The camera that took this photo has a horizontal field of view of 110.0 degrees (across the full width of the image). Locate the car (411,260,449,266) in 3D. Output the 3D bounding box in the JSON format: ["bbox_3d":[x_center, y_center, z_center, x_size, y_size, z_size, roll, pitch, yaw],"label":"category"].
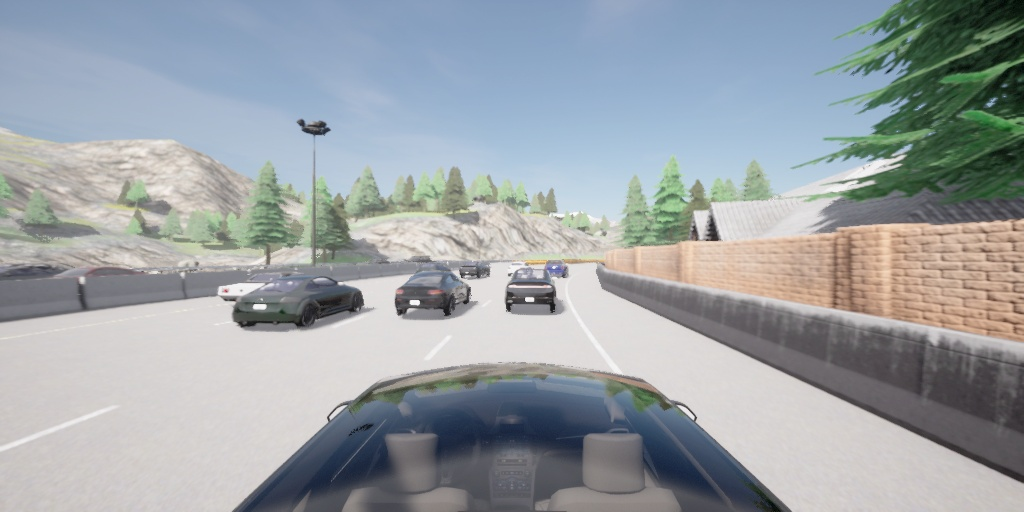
[{"bbox_3d":[-7.061,1.294,32.412,1.994,1.385,4.181,0,0,12],"label":"car"}]

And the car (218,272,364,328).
[{"bbox_3d":[-6.451,1.295,11.348,1.994,1.385,4.181,0,0,4],"label":"car"}]

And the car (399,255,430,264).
[{"bbox_3d":[-14.929,0.929,56.892,2.150,2.045,5.566,0,0,20],"label":"car"}]

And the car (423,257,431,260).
[{"bbox_3d":[-11.325,1.265,56.691,2.033,1.411,5.357,0,0,20],"label":"car"}]

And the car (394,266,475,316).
[{"bbox_3d":[-2.801,1.268,13.321,1.812,1.442,4.674,0,0,5],"label":"car"}]

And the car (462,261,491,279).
[{"bbox_3d":[-3.346,1.232,33.057,2.128,1.511,4.902,0,0,12],"label":"car"}]

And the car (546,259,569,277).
[{"bbox_3d":[4.416,1.115,35.523,2.097,1.767,4.553,0,0,14],"label":"car"}]

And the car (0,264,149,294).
[{"bbox_3d":[-20.207,1.218,17.217,1.812,1.442,4.674,0,0,6],"label":"car"}]

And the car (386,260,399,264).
[{"bbox_3d":[-17.857,1.191,59.047,2.128,1.511,4.902,0,0,20],"label":"car"}]

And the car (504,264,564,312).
[{"bbox_3d":[0.809,1.244,14.397,2.128,1.511,4.902,0,0,5],"label":"car"}]

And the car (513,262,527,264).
[{"bbox_3d":[0.800,1.278,35.574,1.812,1.442,4.674,0,0,13],"label":"car"}]

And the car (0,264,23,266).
[{"bbox_3d":[-23.738,1.246,16.816,1.994,1.385,4.181,0,0,6],"label":"car"}]

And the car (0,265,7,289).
[{"bbox_3d":[-30.671,1.209,18.303,2.033,1.411,5.357,0,0,6],"label":"car"}]

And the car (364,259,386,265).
[{"bbox_3d":[-21.892,1.192,58.154,1.837,1.490,4.892,0,0,19],"label":"car"}]
